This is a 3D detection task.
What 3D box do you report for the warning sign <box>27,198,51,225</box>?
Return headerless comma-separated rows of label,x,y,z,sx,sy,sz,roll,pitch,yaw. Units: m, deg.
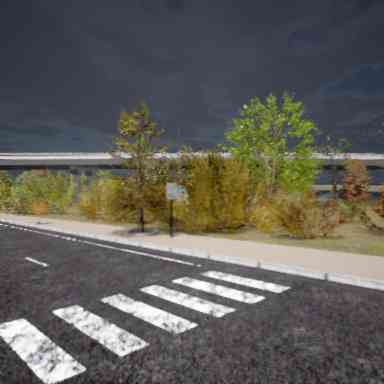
warning sign,-10.977,1.373,23.860,1.300,1.860,1.060,2,0,-44
